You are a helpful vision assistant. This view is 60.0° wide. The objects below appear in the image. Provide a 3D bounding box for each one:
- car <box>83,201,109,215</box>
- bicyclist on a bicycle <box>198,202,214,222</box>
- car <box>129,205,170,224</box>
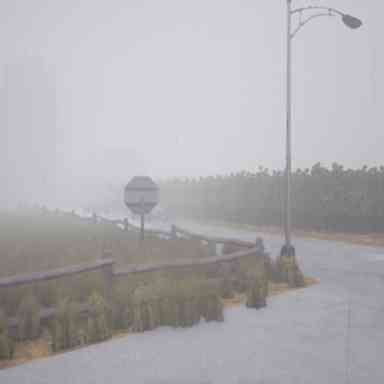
[{"bbox_3d":[-11.037,1.796,38.139,1.837,1.490,4.892,0,0,-36],"label":"car"},{"bbox_3d":[1.131,1.598,26.665,1.656,1.620,0.582,0,0,-36],"label":"bicyclist on a bicycle"},{"bbox_3d":[-3.586,1.803,27.751,1.812,1.442,4.674,1,-1,-36],"label":"car"}]
